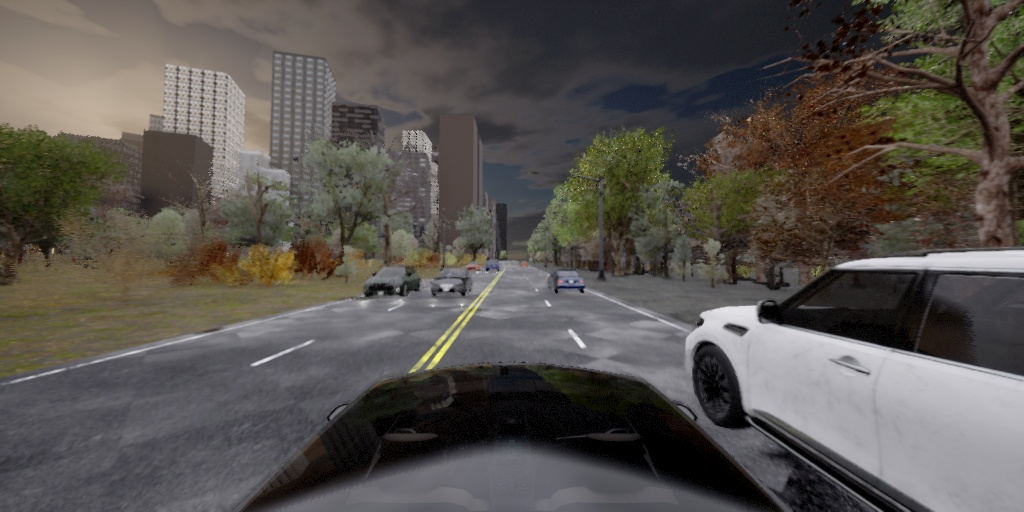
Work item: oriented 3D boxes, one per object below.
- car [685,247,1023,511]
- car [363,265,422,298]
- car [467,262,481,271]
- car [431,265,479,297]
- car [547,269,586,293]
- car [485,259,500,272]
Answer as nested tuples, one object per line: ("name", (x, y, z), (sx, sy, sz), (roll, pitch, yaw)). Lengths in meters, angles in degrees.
("car", (3.353, 0.964, 2.362), (2.150, 2.045, 5.566), (0, 0, 0))
("car", (-6.589, 1.313, 20.243), (2.097, 1.767, 4.553), (0, -1, 0))
("car", (-6.507, 1.731, 61.095), (2.097, 1.767, 4.553), (0, -1, 1))
("car", (-3.340, 1.454, 20.685), (2.128, 1.511, 4.902), (0, -1, 0))
("car", (3.374, 1.525, 23.009), (2.033, 1.411, 5.357), (-1, 0, 0))
("car", (-3.252, 1.598, 60.963), (2.150, 2.045, 5.566), (0, -1, 1))
